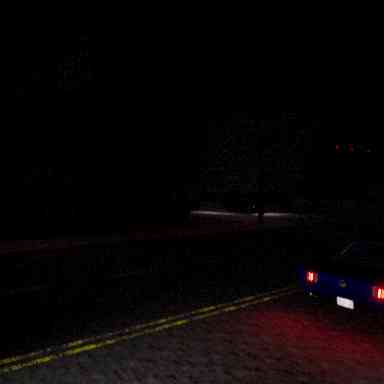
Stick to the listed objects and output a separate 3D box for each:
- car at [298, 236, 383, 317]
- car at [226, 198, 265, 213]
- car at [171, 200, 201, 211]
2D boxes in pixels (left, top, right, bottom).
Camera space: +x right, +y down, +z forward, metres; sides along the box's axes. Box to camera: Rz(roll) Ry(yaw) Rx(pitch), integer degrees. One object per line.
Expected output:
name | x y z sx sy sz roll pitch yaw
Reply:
car | 4.427 1.596 6.925 4.718 1.301 1.895 0 0 -35
car | 5.793 1.483 36.269 1.837 1.490 4.892 0 1 -36
car | -0.972 1.586 39.704 1.895 1.301 4.718 0 0 -36
